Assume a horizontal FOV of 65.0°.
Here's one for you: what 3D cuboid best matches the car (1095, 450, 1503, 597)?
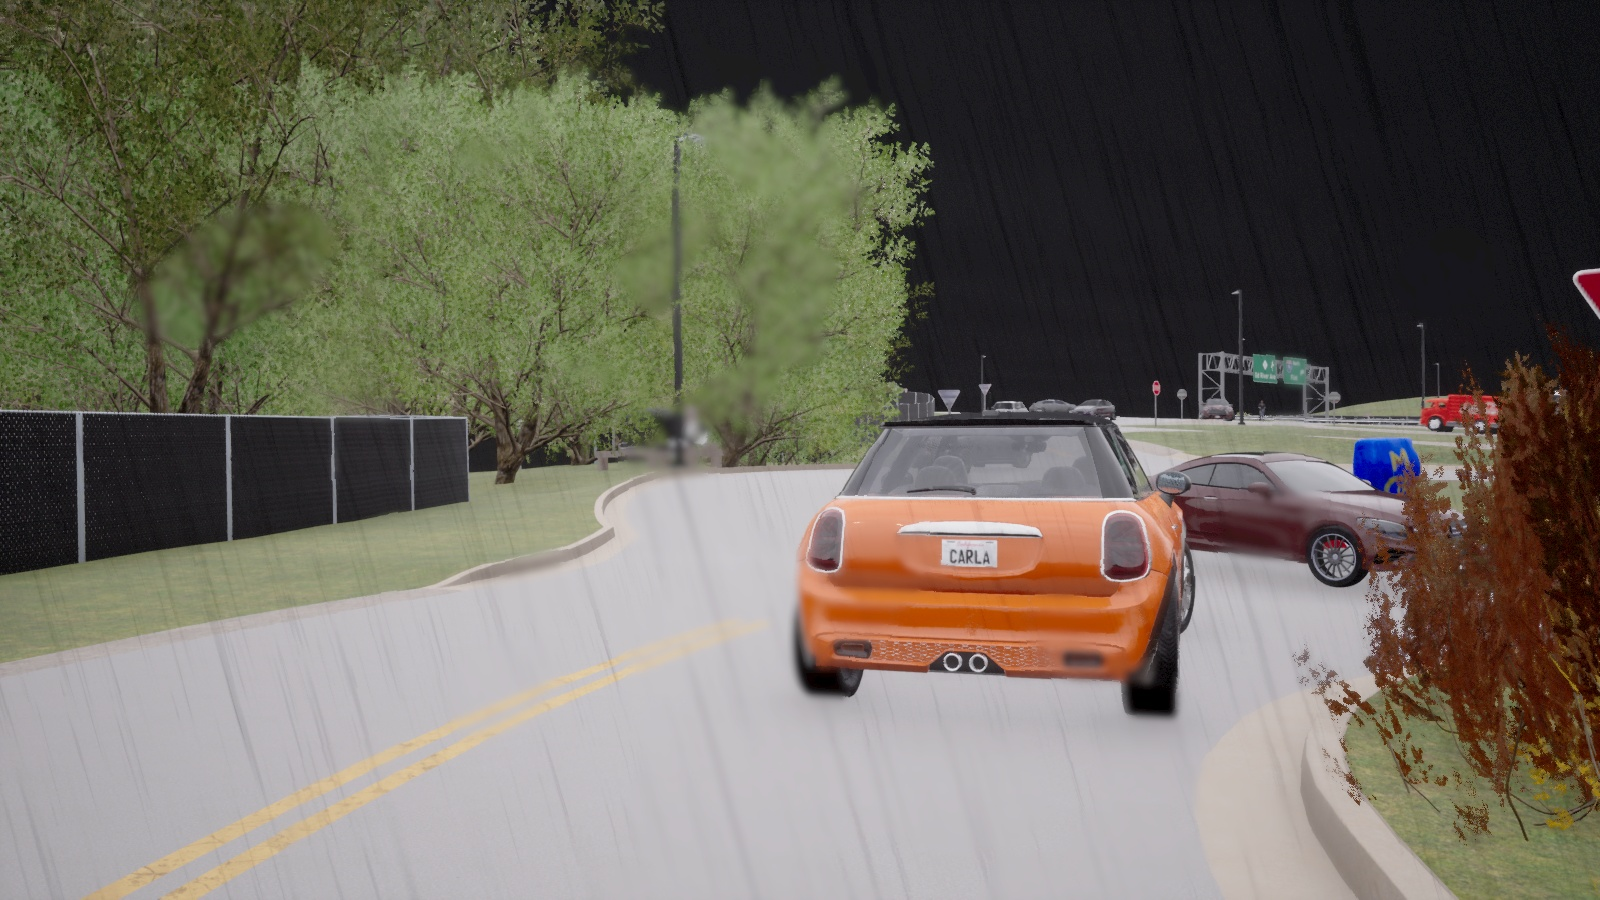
[{"bbox_3d":[5.969,0.773,15.704,1.812,1.442,4.674,-1,2,-28],"label":"car"}]

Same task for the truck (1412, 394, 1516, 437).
[{"bbox_3d":[42.734,-2.237,80.914,2.627,2.467,5.204,0,3,-44],"label":"truck"}]

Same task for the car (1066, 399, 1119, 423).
[{"bbox_3d":[19.990,-2.657,85.763,1.816,1.474,4.193,0,3,39],"label":"car"}]

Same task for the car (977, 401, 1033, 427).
[{"bbox_3d":[11.987,-2.112,73.361,1.970,1.475,3.806,0,2,30],"label":"car"}]

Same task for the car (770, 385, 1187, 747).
[{"bbox_3d":[1.532,0.548,8.610,2.097,1.767,4.553,0,0,18],"label":"car"}]

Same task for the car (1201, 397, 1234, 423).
[{"bbox_3d":[30.866,-2.981,92.951,2.097,1.767,4.553,3,3,16],"label":"car"}]
